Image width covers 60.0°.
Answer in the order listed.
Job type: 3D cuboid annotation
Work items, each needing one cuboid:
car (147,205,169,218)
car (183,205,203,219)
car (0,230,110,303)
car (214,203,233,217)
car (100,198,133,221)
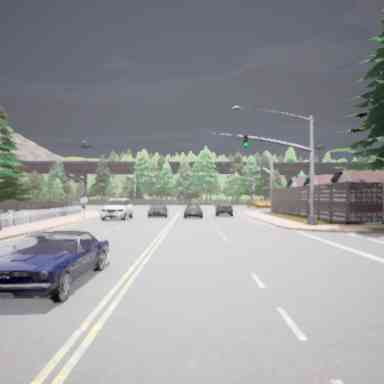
[{"bbox_3d":[-3.532,2.021,35.159,1.994,1.385,4.181,0,-1,1],"label":"car"},{"bbox_3d":[0.126,2.014,34.696,1.994,1.385,4.181,0,-1,0],"label":"car"},{"bbox_3d":[-3.594,1.714,8.605,1.895,1.301,4.718,0,-1,0],"label":"car"},{"bbox_3d":[3.642,1.999,38.150,1.837,1.490,4.892,0,-1,1],"label":"car"},{"bbox_3d":[-7.057,1.632,31.725,2.150,2.045,5.566,0,-1,0],"label":"car"}]
